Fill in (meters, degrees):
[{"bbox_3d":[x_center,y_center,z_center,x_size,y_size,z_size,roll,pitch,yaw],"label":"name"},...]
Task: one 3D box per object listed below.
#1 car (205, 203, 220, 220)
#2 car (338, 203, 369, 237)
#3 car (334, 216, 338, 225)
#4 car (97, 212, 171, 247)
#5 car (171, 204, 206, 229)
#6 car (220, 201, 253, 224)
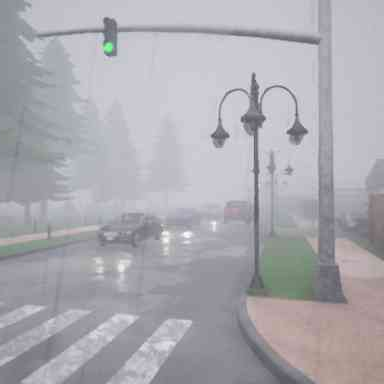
[{"bbox_3d":[1.868,2.009,35.489,2.097,1.767,4.553,0,-1,14],"label":"car"},{"bbox_3d":[10.707,1.485,18.007,4.605,1.855,1.932,0,-1,15],"label":"car"},{"bbox_3d":[10.963,1.534,20.538,3.866,1.878,1.905,0,-1,15],"label":"car"},{"bbox_3d":[-2.968,1.810,16.865,2.128,1.511,4.902,0,-1,15],"label":"car"},{"bbox_3d":[-0.555,1.963,26.078,1.882,1.535,5.008,0,-1,15],"label":"car"},{"bbox_3d":[4.321,1.797,30.455,2.150,2.045,5.566,0,-1,15],"label":"car"}]
